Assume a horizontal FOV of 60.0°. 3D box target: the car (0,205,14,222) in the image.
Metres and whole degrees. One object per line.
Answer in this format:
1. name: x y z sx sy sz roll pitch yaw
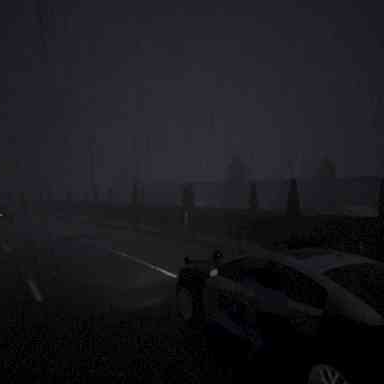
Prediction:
1. car: -16.123 1.767 27.393 1.994 1.385 4.181 1 -1 -39

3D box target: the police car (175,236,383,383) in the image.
1. police car: 1.409 1.498 4.999 1.930 1.638 5.238 1 -1 -29
